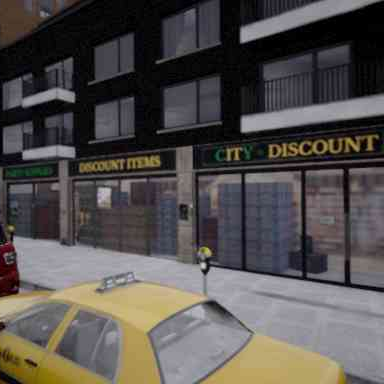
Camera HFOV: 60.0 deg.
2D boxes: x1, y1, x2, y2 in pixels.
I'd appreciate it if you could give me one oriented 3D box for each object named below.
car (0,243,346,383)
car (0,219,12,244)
[{"bbox_3d":[-0.969,1.529,3.532,4.829,1.417,1.752,0,-1,35],"label":"car"},{"bbox_3d":[-5.467,1.328,6.704,5.009,1.841,2.192,0,-1,35],"label":"car"}]
